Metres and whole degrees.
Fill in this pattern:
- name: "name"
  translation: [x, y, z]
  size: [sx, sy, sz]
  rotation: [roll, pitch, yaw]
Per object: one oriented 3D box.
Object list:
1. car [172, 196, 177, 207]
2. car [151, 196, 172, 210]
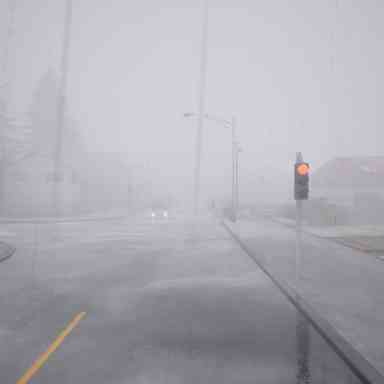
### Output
- name: "car"
  translation: [-3.938, 1.352, 52.330]
  size: [2.097, 1.767, 4.553]
  rotation: [0, 0, 0]
- name: "car"
  translation: [-3.974, 1.505, 42.288]
  size: [1.837, 1.490, 4.892]
  rotation: [0, 0, 0]
